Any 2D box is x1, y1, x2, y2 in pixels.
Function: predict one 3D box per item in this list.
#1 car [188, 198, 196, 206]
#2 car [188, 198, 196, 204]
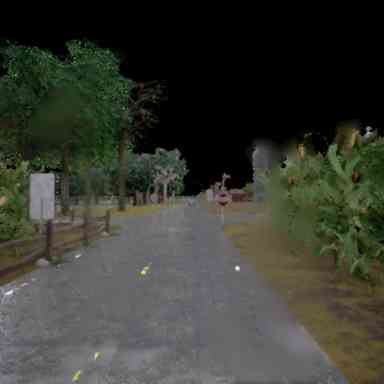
[{"bbox_3d":[-0.009,2.446,77.458,2.128,1.511,4.902,0,-1,0],"label":"car"},{"bbox_3d":[-0.011,2.358,87.854,2.097,1.767,4.553,0,-1,0],"label":"car"}]
